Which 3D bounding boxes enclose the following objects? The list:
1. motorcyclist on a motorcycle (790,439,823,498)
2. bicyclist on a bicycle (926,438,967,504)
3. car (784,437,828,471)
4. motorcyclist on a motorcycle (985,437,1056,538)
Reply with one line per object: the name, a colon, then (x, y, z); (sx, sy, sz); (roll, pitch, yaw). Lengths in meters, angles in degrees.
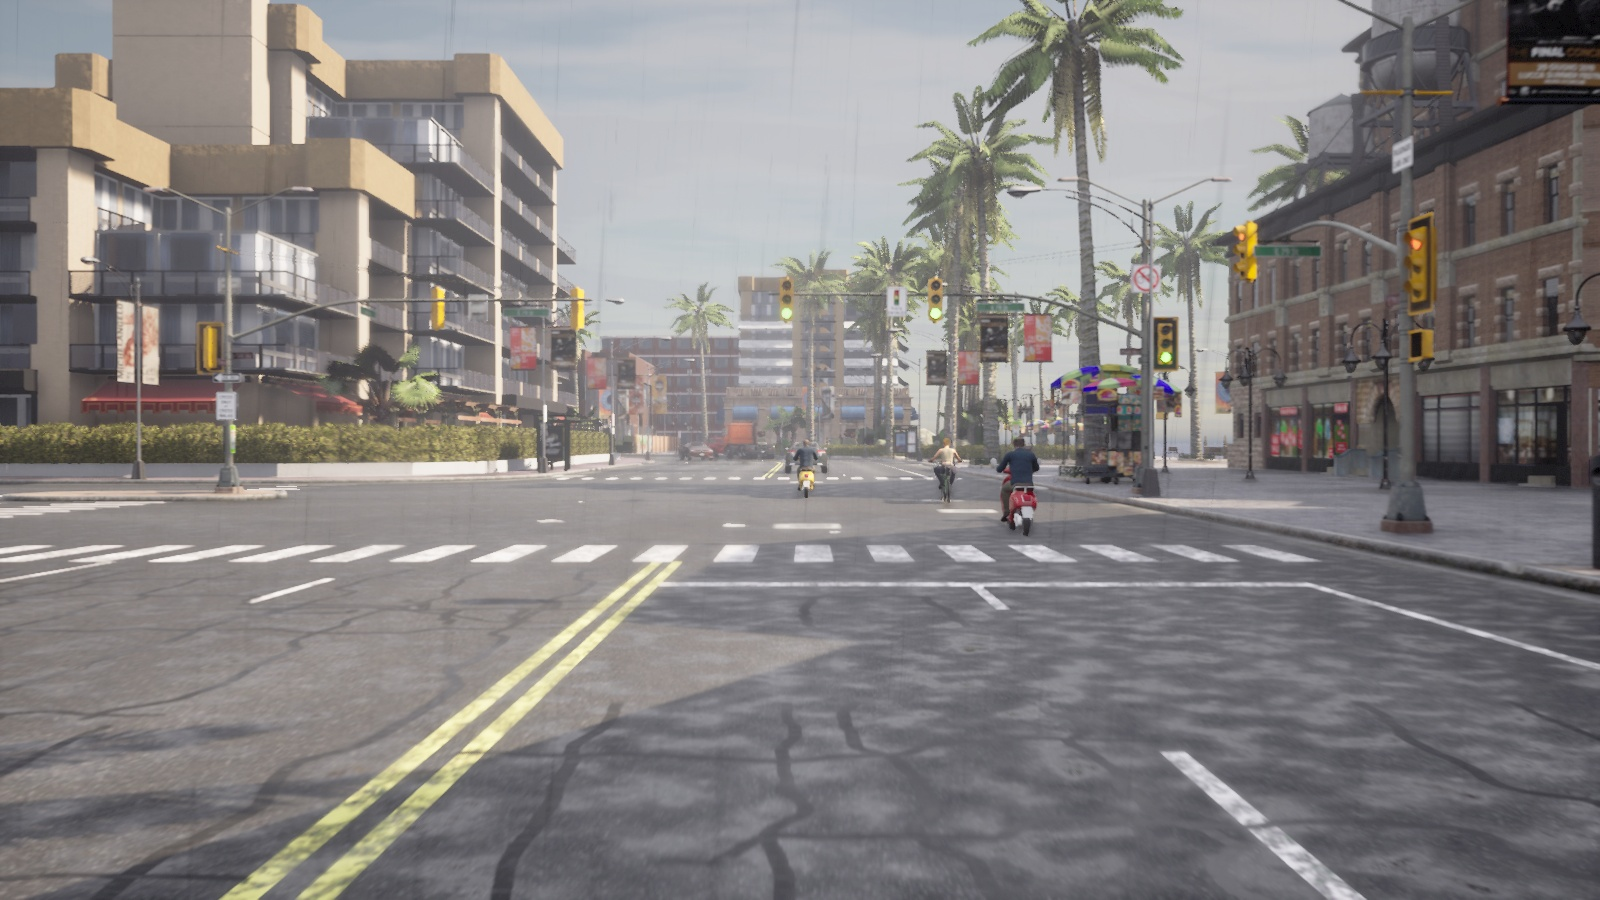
motorcyclist on a motorcycle: (0.181, 0.504, 34.756); (0.866, 1.590, 1.817); (0, 0, 0)
bicyclist on a bicycle: (3.661, 0.509, 31.462); (0.866, 1.612, 1.509); (0, 0, 1)
car: (0.322, 0.165, 64.033); (2.152, 1.651, 5.027); (0, 0, 0)
motorcyclist on a motorcycle: (3.615, 0.586, 20.730); (0.866, 1.590, 1.817); (0, 0, 0)
